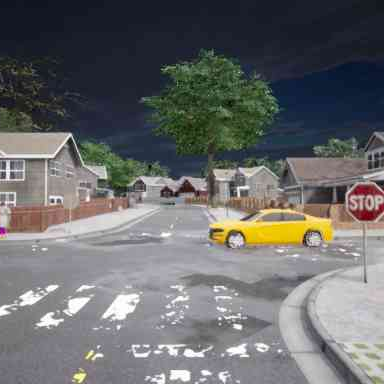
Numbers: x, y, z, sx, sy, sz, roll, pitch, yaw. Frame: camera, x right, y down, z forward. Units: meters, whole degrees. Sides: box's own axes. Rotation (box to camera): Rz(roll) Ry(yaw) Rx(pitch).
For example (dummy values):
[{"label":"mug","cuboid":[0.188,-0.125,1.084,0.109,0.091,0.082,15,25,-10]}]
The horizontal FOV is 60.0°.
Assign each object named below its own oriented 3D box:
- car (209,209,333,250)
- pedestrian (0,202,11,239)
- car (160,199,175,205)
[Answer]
[{"label":"car","cuboid":[3.190,1.457,13.701,5.008,1.535,1.882,0,-2,-5]},{"label":"pedestrian","cuboid":[-9.658,1.413,17.039,0.375,1.860,0.375,0,-1,1]},{"label":"car","cuboid":[-5.118,2.054,68.909,1.994,1.385,4.181,1,-1,-27]}]
